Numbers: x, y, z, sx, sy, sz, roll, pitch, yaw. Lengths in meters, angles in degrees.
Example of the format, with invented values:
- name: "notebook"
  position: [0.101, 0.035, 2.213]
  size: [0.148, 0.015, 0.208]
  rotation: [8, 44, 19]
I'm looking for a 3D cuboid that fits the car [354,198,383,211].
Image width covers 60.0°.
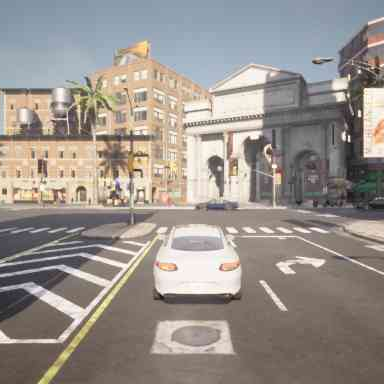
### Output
- name: "car"
  position: [22.256, 1.504, 40.352]
  size: [4.892, 1.490, 1.837]
  rotation: [0, 0, 1]

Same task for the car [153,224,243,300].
- name: "car"
  position: [0.108, 1.526, 8.276]
  size: [1.812, 1.442, 4.674]
  rotation: [0, 0, 0]

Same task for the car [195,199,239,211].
- name: "car"
  position: [3.008, 1.547, 40.553]
  size: [5.357, 1.411, 2.033]
  rotation: [0, 0, 1]
